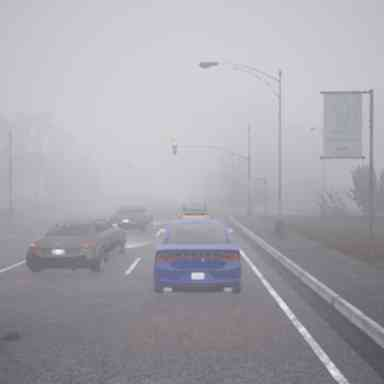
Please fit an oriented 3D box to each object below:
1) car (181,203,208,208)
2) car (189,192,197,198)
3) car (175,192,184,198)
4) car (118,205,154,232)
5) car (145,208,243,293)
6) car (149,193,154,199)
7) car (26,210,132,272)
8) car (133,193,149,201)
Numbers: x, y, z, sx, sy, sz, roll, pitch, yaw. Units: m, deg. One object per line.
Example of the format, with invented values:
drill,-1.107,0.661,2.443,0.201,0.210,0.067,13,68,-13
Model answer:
car,0.146,1.350,18.219,2.128,1.511,4.902,0,0,0
car,0.216,0.871,85.683,2.033,1.411,5.357,0,0,0
car,-3.283,0.683,86.078,2.097,1.767,4.553,0,0,0
car,-3.353,1.417,18.881,1.994,1.385,4.181,0,0,0
car,0.121,1.409,8.719,1.882,1.535,5.008,0,0,0
car,-10.296,0.926,80.877,1.994,1.385,4.181,0,0,0
car,-3.384,1.482,10.498,1.994,1.385,4.181,0,0,1
car,-10.358,0.986,65.435,2.128,1.511,4.902,0,0,1
